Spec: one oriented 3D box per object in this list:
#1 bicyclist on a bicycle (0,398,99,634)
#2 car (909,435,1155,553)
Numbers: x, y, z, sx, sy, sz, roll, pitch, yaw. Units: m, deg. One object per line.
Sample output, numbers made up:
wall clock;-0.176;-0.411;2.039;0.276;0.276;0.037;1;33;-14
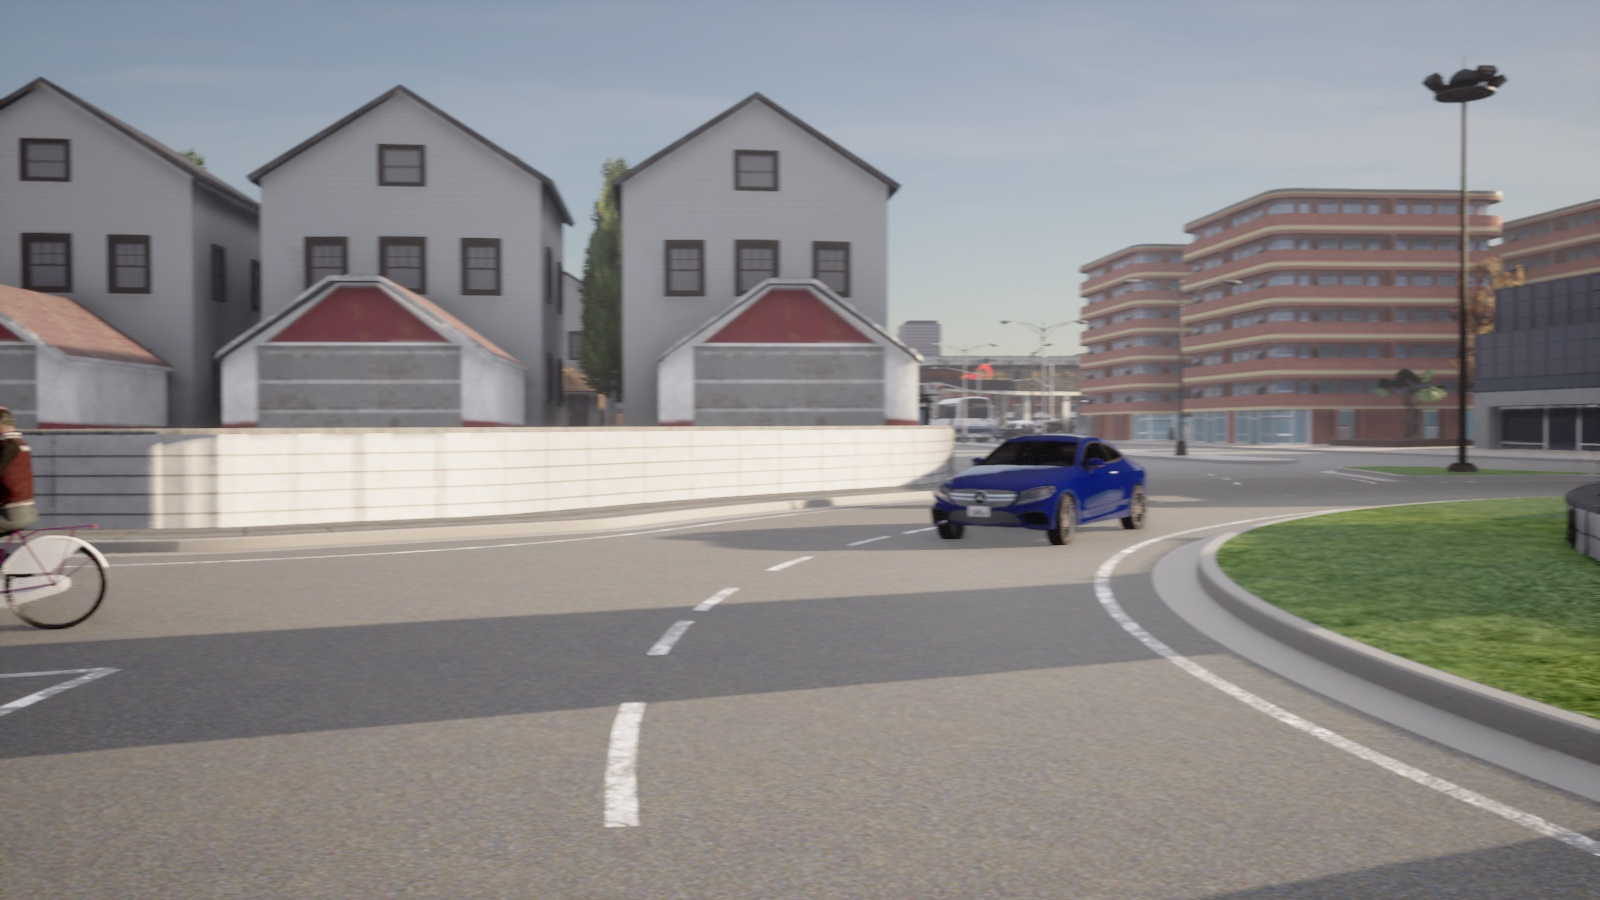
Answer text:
bicyclist on a bicycle;-6.473;0.496;9.614;1.843;1.776;0.659;0;0;-19
car;3.501;0.525;18.167;1.812;1.442;4.674;1;1;34
